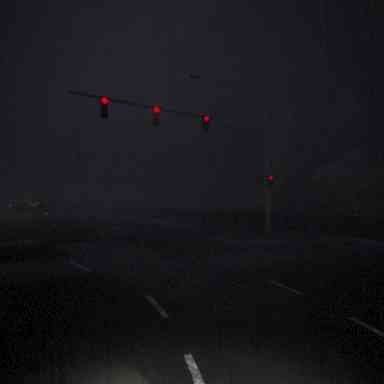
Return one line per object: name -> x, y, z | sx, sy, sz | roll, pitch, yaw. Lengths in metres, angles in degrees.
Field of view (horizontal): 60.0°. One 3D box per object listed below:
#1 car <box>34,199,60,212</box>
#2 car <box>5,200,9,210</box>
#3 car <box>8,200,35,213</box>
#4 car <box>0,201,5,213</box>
car -> -20.547, 1.863, 47.622 | 2.097, 1.767, 4.553 | 0, 0, -37
car -> -29.390, 2.009, 53.521 | 1.837, 1.490, 4.892 | 0, 0, -37
car -> -23.379, 2.110, 45.563 | 1.895, 1.301, 4.718 | 0, 0, -37
car -> -26.154, 2.034, 43.430 | 1.812, 1.442, 4.674 | 0, 0, -37
